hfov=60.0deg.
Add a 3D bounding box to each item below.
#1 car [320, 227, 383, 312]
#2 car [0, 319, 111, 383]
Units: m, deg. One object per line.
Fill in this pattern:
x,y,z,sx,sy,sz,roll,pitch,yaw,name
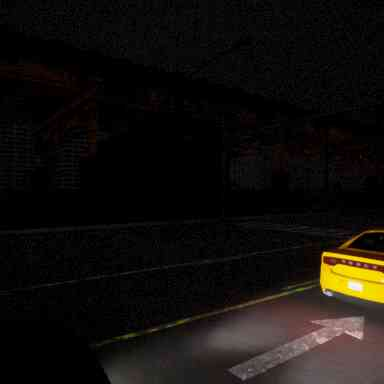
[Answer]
4.840,1.478,7.180,5.008,1.535,1.882,0,0,-35,car
-2.773,1.601,1.774,4.718,1.301,1.895,0,0,-35,car
